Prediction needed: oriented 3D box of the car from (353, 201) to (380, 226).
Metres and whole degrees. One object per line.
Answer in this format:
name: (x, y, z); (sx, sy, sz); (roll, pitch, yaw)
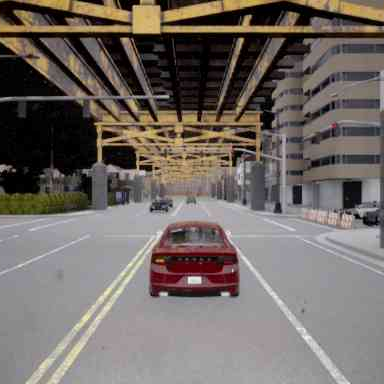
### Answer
car: (13.216, 1.452, 21.315); (4.974, 1.542, 2.038); (0, 0, -20)

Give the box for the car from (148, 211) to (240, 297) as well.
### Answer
car: (0.056, 1.478, 8.619); (1.882, 1.535, 5.008); (0, 0, 0)

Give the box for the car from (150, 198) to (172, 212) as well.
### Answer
car: (-3.675, 1.564, 38.251); (1.994, 1.385, 4.181); (0, 0, 0)

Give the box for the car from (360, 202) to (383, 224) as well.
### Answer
car: (13.265, 1.295, 21.333); (4.536, 1.218, 1.853); (0, 0, -20)

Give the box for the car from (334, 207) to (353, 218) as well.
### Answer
car: (13.581, 1.295, 25.453); (4.536, 1.218, 1.853); (0, 0, 25)

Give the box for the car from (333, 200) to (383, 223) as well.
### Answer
car: (13.534, 1.452, 25.474); (4.974, 1.542, 2.038); (0, 0, 25)

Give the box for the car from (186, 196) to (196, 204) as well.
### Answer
car: (-0.137, 1.547, 63.294); (2.033, 1.411, 5.357); (0, 0, 0)
